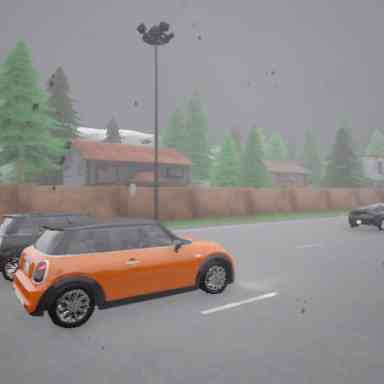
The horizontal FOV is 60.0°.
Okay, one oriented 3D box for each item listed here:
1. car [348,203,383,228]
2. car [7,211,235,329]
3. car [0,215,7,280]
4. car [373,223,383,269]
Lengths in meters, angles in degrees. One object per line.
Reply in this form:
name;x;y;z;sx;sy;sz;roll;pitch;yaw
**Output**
car;11.609;1.473;20.624;4.892;1.490;1.837;0;0;-35
car;-1.215;1.347;7.178;4.553;1.767;2.097;0;0;-35
car;-3.487;1.348;9.857;4.553;1.767;2.097;0;0;-36
car;6.785;1.548;8.585;4.181;1.385;1.994;0;0;-35
